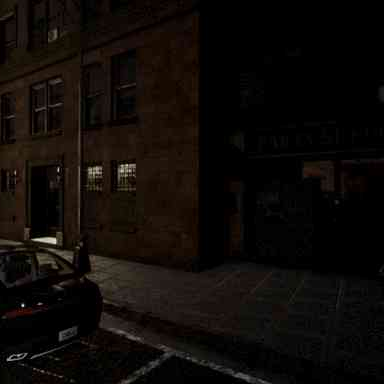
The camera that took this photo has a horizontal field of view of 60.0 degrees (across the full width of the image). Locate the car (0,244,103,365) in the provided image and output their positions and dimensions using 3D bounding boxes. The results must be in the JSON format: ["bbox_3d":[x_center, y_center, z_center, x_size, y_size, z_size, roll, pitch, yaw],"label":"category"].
[{"bbox_3d":[-3.334,1.551,5.470,4.403,1.369,2.008,0,0,36],"label":"car"}]
